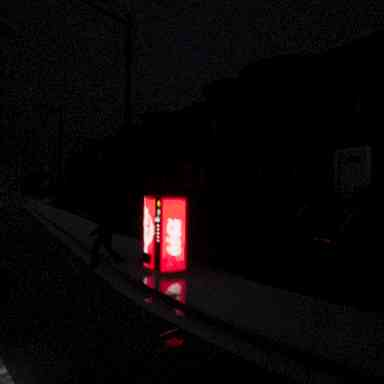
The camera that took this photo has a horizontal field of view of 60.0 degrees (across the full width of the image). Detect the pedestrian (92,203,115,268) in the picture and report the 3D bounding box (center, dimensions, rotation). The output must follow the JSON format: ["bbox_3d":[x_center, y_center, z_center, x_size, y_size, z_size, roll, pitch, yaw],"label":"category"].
[{"bbox_3d":[-2.451,1.164,9.193,0.375,1.860,0.375,1,1,-30],"label":"pedestrian"}]

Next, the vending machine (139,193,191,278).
[{"bbox_3d":[-0.733,1.095,8.963,1.100,2.100,0.880,1,1,-30],"label":"vending machine"}]
